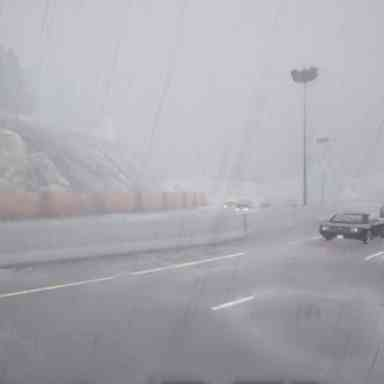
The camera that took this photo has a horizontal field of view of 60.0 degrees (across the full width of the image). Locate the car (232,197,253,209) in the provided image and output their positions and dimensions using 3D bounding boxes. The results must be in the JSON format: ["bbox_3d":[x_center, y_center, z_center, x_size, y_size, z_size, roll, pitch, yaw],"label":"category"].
[{"bbox_3d":[7.914,1.738,50.059,2.033,1.411,5.357,0,0,19],"label":"car"}]

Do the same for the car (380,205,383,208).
[{"bbox_3d":[18.438,1.659,30.684,1.994,1.385,4.181,0,0,30],"label":"car"}]

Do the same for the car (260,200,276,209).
[{"bbox_3d":[11.127,1.780,48.673,1.895,1.301,4.718,0,0,19],"label":"car"}]

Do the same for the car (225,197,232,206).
[{"bbox_3d":[7.370,1.718,62.270,1.882,1.535,5.008,0,-1,11],"label":"car"}]

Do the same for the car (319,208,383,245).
[{"bbox_3d":[7.945,1.654,16.077,1.895,1.301,4.718,0,0,43],"label":"car"}]

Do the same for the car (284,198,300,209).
[{"bbox_3d":[13.939,1.671,46.243,1.837,1.490,4.892,0,0,19],"label":"car"}]
